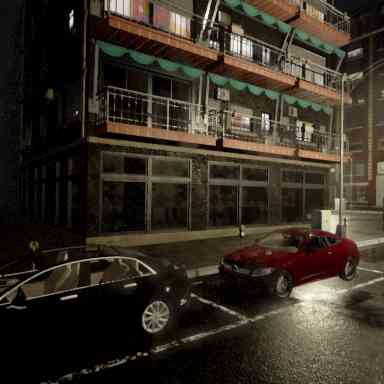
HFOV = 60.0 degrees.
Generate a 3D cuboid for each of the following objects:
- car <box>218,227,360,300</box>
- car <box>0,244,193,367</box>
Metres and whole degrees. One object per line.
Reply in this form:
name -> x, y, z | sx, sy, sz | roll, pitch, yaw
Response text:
car -> 2.584, 1.585, 8.354 | 4.206, 1.307, 1.802 | 0, 1, -36
car -> -2.041, 1.551, 5.047 | 4.403, 1.369, 2.008 | 0, 1, -36
